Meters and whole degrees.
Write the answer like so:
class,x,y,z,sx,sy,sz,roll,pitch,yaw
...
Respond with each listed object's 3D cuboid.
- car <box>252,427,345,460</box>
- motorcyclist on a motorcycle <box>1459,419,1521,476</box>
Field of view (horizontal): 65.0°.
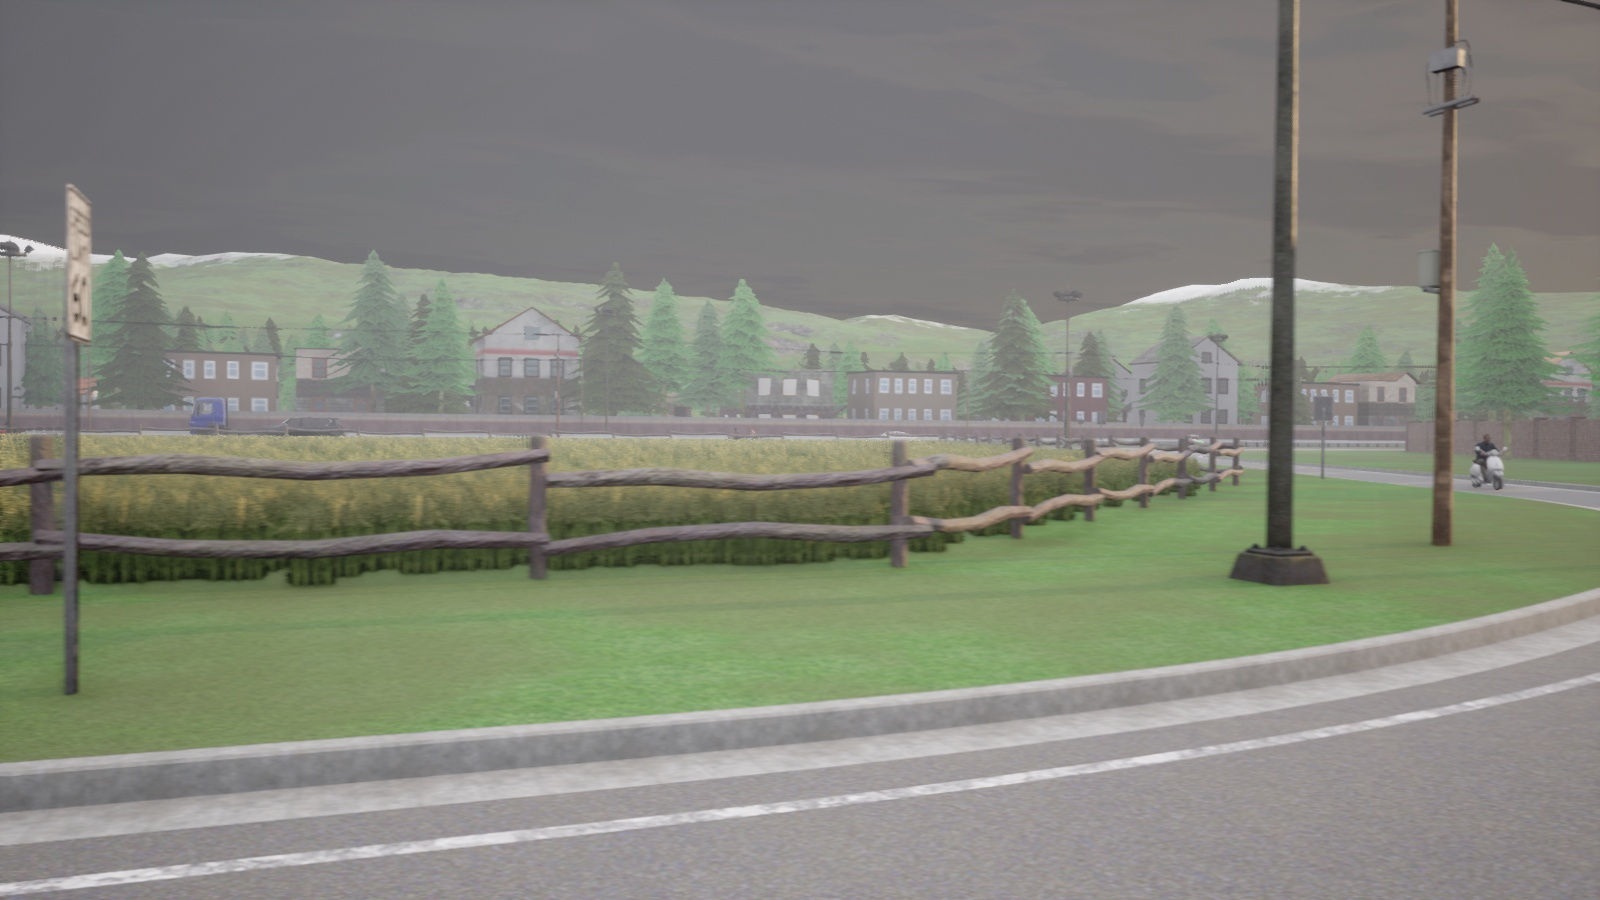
class,x,y,z,sx,sy,sz,roll,pitch,yaw
car,-32.942,-0.471,82.668,5.566,2.045,2.150,-1,1,-21
motorcyclist on a motorcycle,19.705,-0.081,35.897,0.866,1.590,1.817,-1,1,5
